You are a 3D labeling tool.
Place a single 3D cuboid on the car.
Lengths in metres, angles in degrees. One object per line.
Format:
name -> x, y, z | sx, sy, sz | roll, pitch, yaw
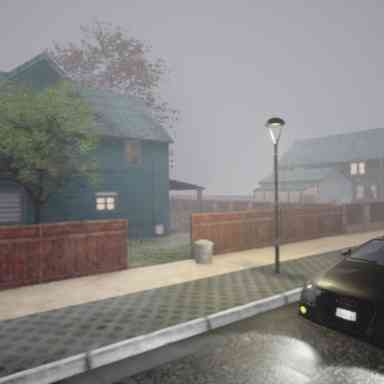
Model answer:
car -> 3.769, 1.516, 5.857 | 4.181, 1.385, 1.994 | -1, 0, -36
